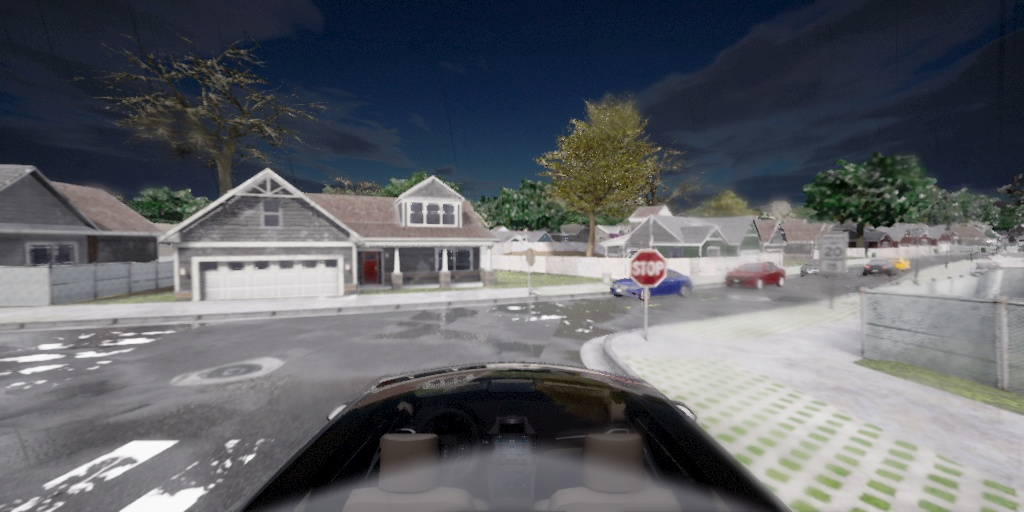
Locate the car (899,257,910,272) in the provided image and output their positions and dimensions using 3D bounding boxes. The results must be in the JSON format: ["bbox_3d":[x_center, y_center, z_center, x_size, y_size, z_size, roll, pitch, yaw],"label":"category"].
[{"bbox_3d":[41.073,0.847,38.500,5.008,1.535,1.882,-1,3,-36],"label":"car"}]

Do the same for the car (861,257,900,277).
[{"bbox_3d":[33.215,1.086,32.371,4.674,1.442,1.812,-1,3,-38],"label":"car"}]

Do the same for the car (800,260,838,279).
[{"bbox_3d":[26.044,1.062,30.339,4.902,1.511,2.128,-1,2,-38],"label":"car"}]

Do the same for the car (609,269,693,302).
[{"bbox_3d":[6.935,1.316,17.647,4.674,1.442,1.812,0,2,-30],"label":"car"}]

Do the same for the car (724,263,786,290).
[{"bbox_3d":[15.520,1.192,22.829,5.008,1.535,1.882,-1,2,-33],"label":"car"}]
